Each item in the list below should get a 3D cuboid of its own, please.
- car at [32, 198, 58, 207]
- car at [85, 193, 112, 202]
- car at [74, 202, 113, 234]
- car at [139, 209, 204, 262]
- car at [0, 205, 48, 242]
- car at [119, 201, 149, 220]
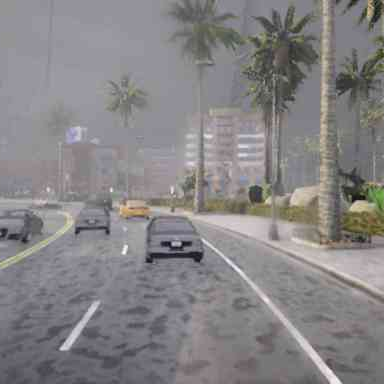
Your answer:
[{"bbox_3d":[-21.321,1.503,48.051,4.718,1.301,1.895,0,0,43],"label":"car"},{"bbox_3d":[-11.967,1.183,42.527,2.150,2.045,5.566,1,0,-33],"label":"car"},{"bbox_3d":[-5.616,1.528,19.128,2.033,1.411,5.357,0,0,-14],"label":"car"},{"bbox_3d":[-0.793,1.554,12.162,2.033,1.411,5.357,0,0,-8],"label":"car"},{"bbox_3d":[-8.398,1.534,15.682,1.994,1.385,4.181,0,0,-11],"label":"car"},{"bbox_3d":[-4.971,1.472,28.316,1.882,1.535,5.008,1,0,-20],"label":"car"}]
